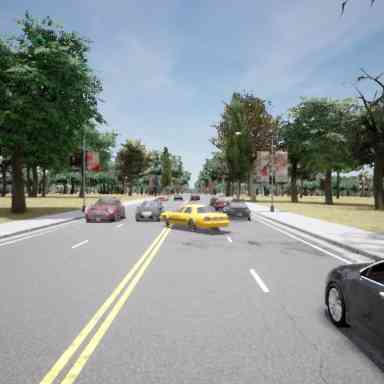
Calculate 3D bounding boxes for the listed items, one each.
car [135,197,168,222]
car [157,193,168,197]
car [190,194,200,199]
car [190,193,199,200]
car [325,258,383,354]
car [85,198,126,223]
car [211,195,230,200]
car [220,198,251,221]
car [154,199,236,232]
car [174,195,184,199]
[{"bbox_3d":[-3.134,1.402,25.547,2.128,1.511,4.902,0,0,1],"label":"car"},{"bbox_3d":[-5.946,0.964,66.936,2.097,1.767,4.553,0,0,1],"label":"car"},{"bbox_3d":[0.627,1.092,65.515,1.882,1.535,5.008,0,0,1],"label":"car"},{"bbox_3d":[0.667,1.077,78.546,2.033,1.411,5.357,0,0,0],"label":"car"},{"bbox_3d":[3.283,1.502,4.094,1.837,1.490,4.892,0,0,0],"label":"car"},{"bbox_3d":[-6.389,1.267,24.968,2.097,1.767,4.553,0,0,1],"label":"car"},{"bbox_3d":[3.564,1.321,37.118,2.163,1.488,4.792,0,0,0],"label":"car"},{"bbox_3d":[3.470,1.432,26.089,1.812,1.442,4.674,0,0,0],"label":"car"},{"bbox_3d":[-0.016,1.404,19.770,1.801,1.575,5.366,1,0,-34],"label":"car"},{"bbox_3d":[-2.694,1.208,67.176,1.895,1.301,4.718,0,0,1],"label":"car"}]
